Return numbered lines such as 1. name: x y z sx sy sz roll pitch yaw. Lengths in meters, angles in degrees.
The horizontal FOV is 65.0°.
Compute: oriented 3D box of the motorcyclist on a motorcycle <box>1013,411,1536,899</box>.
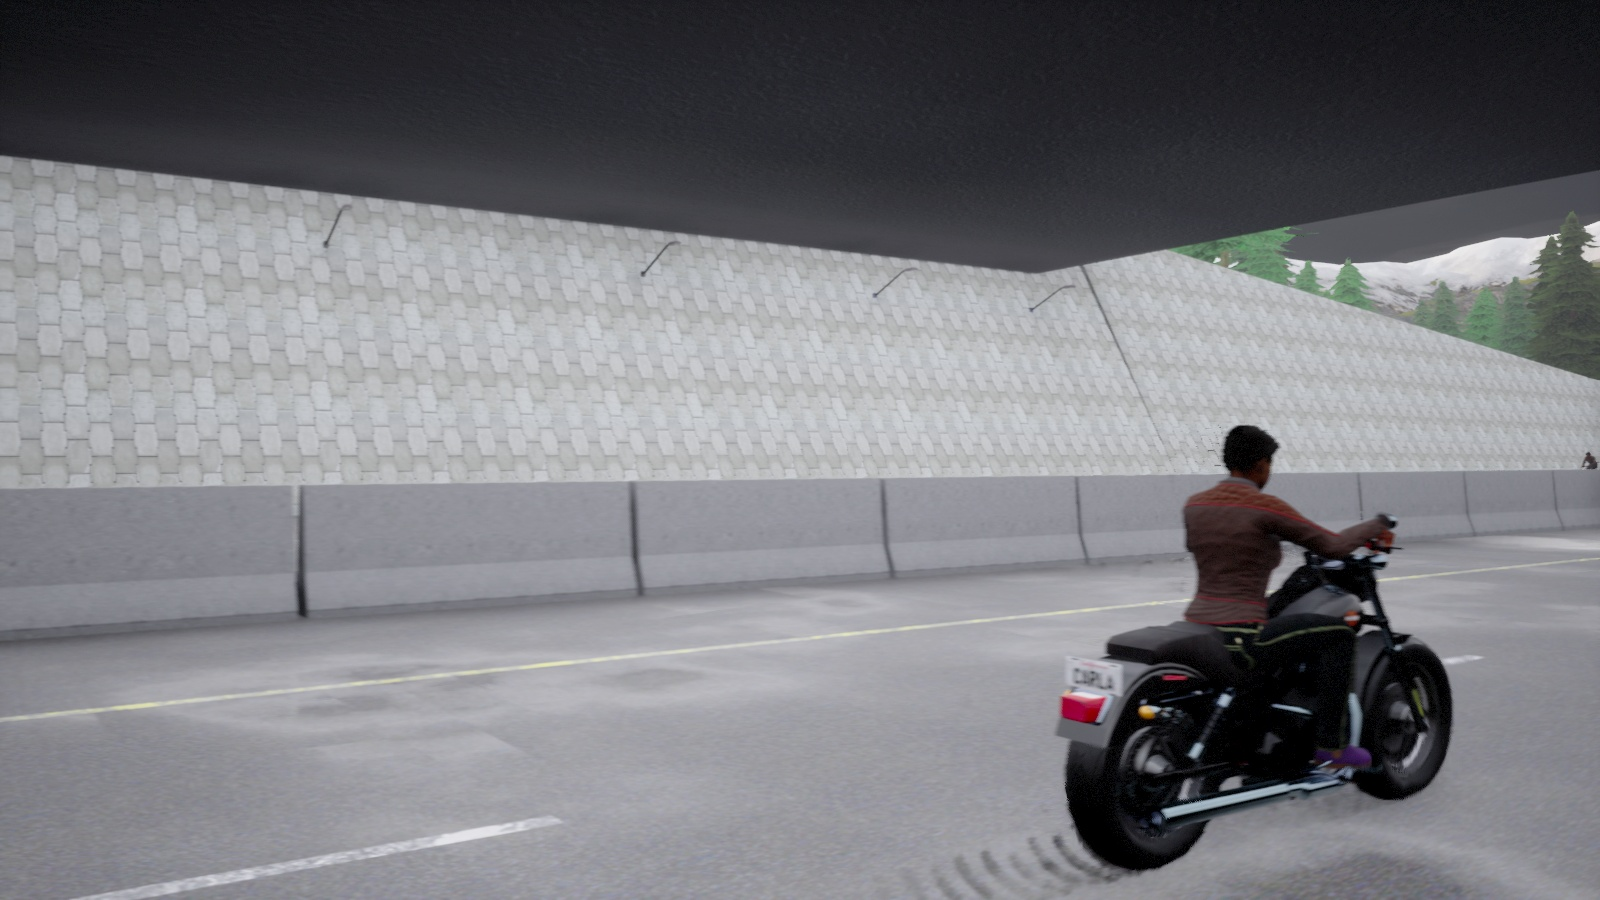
1. motorcyclist on a motorcycle: 1.977 0.703 5.035 2.350 1.649 0.766 0 0 -35
